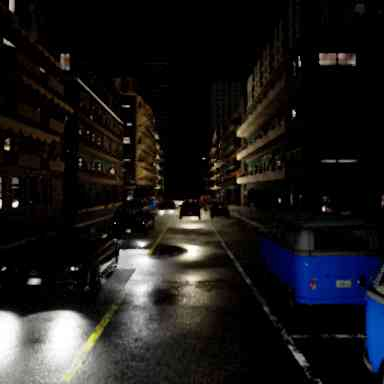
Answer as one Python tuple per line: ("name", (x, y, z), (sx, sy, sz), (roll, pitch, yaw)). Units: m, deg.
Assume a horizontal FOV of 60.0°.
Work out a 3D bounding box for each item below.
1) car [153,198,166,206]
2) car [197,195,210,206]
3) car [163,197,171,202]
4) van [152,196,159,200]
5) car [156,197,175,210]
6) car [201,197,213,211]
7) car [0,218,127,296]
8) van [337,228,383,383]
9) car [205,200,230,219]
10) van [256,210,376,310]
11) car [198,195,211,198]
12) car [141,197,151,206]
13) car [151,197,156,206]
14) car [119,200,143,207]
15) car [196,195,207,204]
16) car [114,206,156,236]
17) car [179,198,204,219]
("car", (-6.193, 1.826, 63.634), (2.008, 1.369, 4.403), (-1, 0, 0))
("car", (2.191, 1.579, 63.671), (2.192, 1.841, 5.009), (-1, 0, 0))
("car", (-6.359, 1.954, 86.040), (1.802, 1.307, 4.206), (-1, 0, 0))
("van", (-6.025, 1.545, 46.829), (1.690, 1.788, 3.998), (-1, 0, 0))
("car", (-3.352, 1.761, 45.668), (1.994, 1.385, 4.181), (0, 0, 0))
("car", (2.367, 1.695, 41.432), (1.752, 1.417, 4.829), (-1, 0, 0))
("car", (-3.162, 1.605, 8.624), (1.994, 1.385, 4.181), (0, 0, -1))
("van", (2.669, 1.347, 2.049), (1.690, 1.788, 3.998), (-1, 0, 0))
("car", (2.456, 1.704, 30.059), (1.802, 1.307, 4.206), (-1, 0, 0))
("van", (2.626, 1.370, 7.652), (1.690, 1.788, 3.998), (-1, 0, 0))
("car", (2.278, 1.532, 52.467), (2.192, 1.841, 5.009), (-1, 0, 0))
("car", (-5.937, 1.597, 35.625), (1.967, 1.590, 4.097), (-1, 0, 0))
("car", (-5.979, 1.731, 41.226), (2.008, 1.369, 4.403), (-1, 0, 0))
("car", (-5.891, 1.716, 30.023), (1.802, 1.307, 4.206), (-1, 0, 0))
("car", (2.105, 1.627, 74.875), (2.192, 1.841, 5.009), (-1, 0, 0))
("car", (-3.230, 1.686, 19.168), (1.895, 1.301, 4.718), (0, 0, 0))
("car", (-0.163, 1.604, 30.148), (1.882, 1.535, 5.008), (0, 0, 0))
